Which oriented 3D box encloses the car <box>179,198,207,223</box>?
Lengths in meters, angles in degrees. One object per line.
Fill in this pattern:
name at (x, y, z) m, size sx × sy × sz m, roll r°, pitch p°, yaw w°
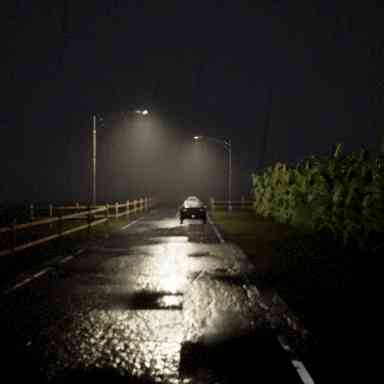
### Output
car at (0.082, 1.414, 24.425) m, size 2.128 × 1.511 × 4.902 m, roll 0°, pitch 0°, yaw 0°
